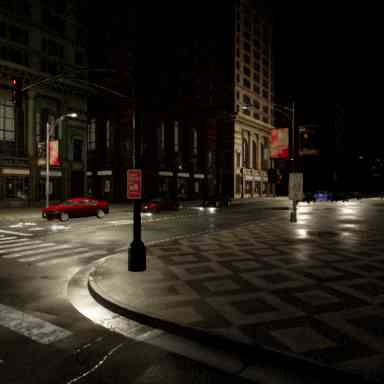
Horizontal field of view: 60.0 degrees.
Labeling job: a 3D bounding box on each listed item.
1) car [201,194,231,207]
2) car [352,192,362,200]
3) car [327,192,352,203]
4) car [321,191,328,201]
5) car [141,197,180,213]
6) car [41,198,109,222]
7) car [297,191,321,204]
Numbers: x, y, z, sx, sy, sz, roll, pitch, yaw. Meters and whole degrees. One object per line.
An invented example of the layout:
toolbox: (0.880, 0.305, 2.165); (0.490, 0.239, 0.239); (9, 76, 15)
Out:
car: (3.020, 1.009, 40.268); (1.837, 1.490, 4.892); (0, 1, 35)
car: (29.524, 0.677, 60.429); (1.812, 1.442, 4.674); (0, 1, 35)
car: (22.370, 0.835, 50.351); (1.812, 1.442, 4.674); (0, 1, 36)
car: (22.030, 0.594, 55.492); (2.097, 1.767, 4.553); (0, 1, 36)
car: (-3.014, 1.199, 31.783); (1.994, 1.385, 4.181); (0, 1, 36)
car: (-8.379, 1.231, 24.233); (1.882, 1.535, 5.008); (0, 1, 35)
car: (16.189, 0.862, 47.265); (2.128, 1.511, 4.902); (0, 1, 35)
